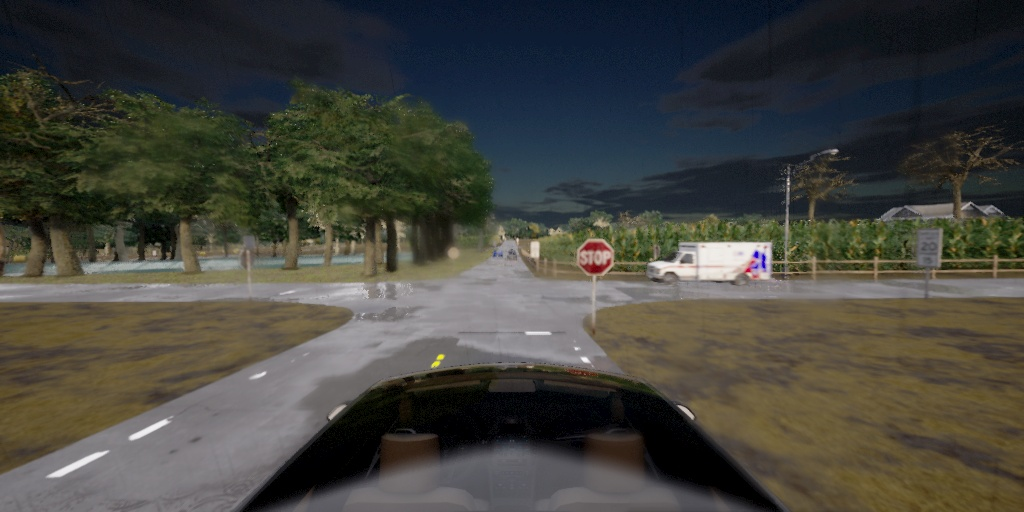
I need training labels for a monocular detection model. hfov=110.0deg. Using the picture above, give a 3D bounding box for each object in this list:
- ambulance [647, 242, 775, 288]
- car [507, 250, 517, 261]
[{"bbox_3d":[11.121,0.460,20.514,6.366,2.431,2.351,0,3,0],"label":"ambulance"},{"bbox_3d":[0.010,0.004,64.773,2.128,1.511,4.902,0,2,0],"label":"car"}]
